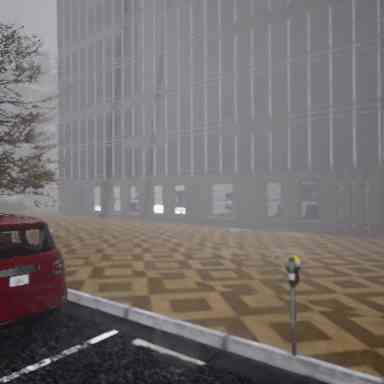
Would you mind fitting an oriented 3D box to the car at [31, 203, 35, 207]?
[{"bbox_3d":[-26.632,1.855,50.808,1.752,1.417,4.829,-2,-2,35],"label":"car"}]

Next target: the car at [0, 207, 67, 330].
[{"bbox_3d":[-4.320,1.296,5.966,5.009,1.841,2.192,0,0,35],"label":"car"}]

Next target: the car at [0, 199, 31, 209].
[{"bbox_3d":[-22.972,1.628,41.553,1.967,1.590,4.097,-2,-2,35],"label":"car"}]
